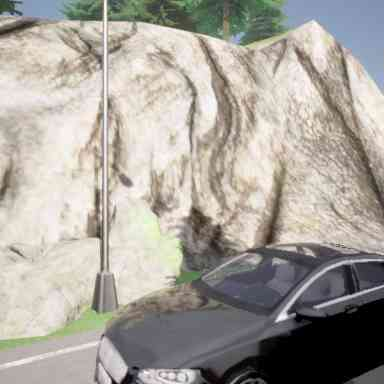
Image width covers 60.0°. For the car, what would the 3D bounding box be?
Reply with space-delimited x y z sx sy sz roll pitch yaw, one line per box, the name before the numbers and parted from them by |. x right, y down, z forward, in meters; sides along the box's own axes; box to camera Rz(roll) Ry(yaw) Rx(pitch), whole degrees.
car | 1.304 1.491 4.343 4.902 1.511 2.128 0 0 -30
